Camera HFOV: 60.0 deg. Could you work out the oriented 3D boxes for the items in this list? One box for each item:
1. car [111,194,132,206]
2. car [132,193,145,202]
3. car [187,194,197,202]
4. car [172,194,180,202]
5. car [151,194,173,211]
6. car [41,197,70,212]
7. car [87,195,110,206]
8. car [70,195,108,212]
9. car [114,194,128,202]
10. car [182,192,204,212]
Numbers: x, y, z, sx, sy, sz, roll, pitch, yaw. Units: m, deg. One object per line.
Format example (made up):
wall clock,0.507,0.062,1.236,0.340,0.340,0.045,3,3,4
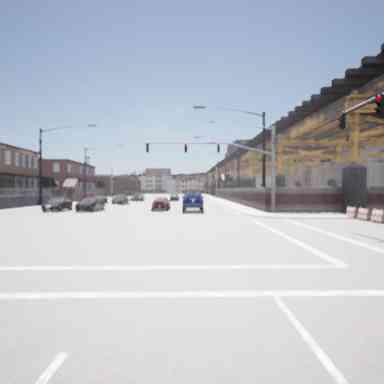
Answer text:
car,-10.581,1.209,49.259,1.837,1.490,4.892,0,0,0
car,-10.525,0.961,64.864,2.097,1.767,4.553,0,0,1
car,-0.003,1.162,66.773,1.994,1.385,4.181,0,0,0
car,-3.504,1.149,66.060,2.033,1.411,5.357,0,0,0
car,-3.416,1.300,37.402,1.812,1.442,4.674,0,0,0
car,-14.094,1.278,34.999,2.128,1.511,4.902,0,1,0
car,-14.075,1.189,50.348,2.128,1.511,4.902,0,0,0
car,-10.593,1.268,34.810,1.882,1.535,5.008,0,1,2
car,-14.006,1.130,65.662,1.812,1.442,4.674,0,1,0
car,0.098,1.007,35.567,2.150,2.045,5.566,0,0,0
